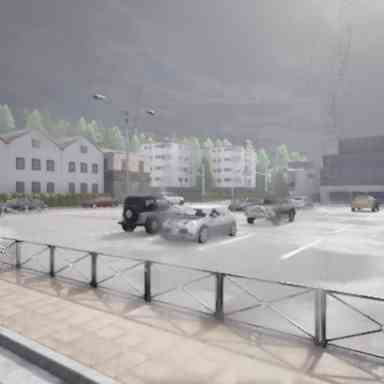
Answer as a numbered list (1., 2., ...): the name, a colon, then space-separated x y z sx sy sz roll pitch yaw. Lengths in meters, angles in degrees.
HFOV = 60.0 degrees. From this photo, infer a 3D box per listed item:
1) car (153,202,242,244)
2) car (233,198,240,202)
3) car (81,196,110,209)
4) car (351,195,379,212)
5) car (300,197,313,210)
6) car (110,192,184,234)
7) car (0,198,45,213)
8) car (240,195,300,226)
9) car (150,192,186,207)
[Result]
1. car: 0.389 1.371 14.874 1.970 1.475 3.806 0 0 35
2. car: 5.332 1.316 34.010 2.007 1.523 4.514 0 0 35
3. car: -11.766 1.329 42.609 1.882 1.535 5.008 0 0 35
4. car: 17.818 1.158 34.232 2.152 1.636 5.027 0 0 35
5. car: 12.386 1.245 37.663 1.970 1.475 3.806 0 0 35
6. car: -1.978 1.091 17.289 1.905 1.878 3.866 0 0 35
7. car: -17.688 1.343 34.252 2.128 1.511 4.902 0 0 35
8. car: 5.241 1.107 21.828 1.932 1.855 4.605 0 0 35
9. car: -3.395 1.067 48.371 2.150 2.045 5.566 0 0 35
